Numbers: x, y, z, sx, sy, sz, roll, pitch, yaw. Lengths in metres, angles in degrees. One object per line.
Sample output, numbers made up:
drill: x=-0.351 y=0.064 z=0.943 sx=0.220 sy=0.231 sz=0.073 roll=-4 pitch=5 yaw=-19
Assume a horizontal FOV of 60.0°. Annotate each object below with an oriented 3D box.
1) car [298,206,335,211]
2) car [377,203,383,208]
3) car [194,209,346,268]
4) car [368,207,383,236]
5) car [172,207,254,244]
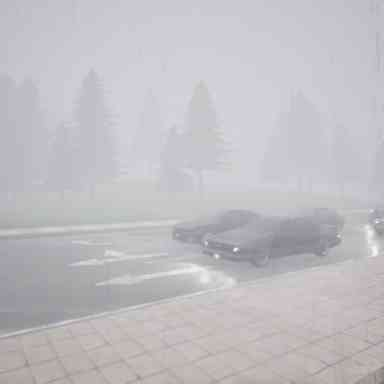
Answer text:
car: x=6.422 y=1.508 z=17.977 sx=4.674 sy=1.442 sz=1.812 roll=0 pitch=0 yaw=-34
car: x=14.491 y=1.335 z=23.510 sx=4.553 sy=1.767 sz=2.097 roll=0 pitch=0 yaw=-34
car: x=2.950 y=1.535 z=11.458 sx=5.357 sy=1.411 sz=2.033 roll=0 pitch=0 yaw=-34
car: x=11.373 y=1.588 z=17.156 sx=4.718 sy=1.301 sz=1.895 roll=0 pitch=0 yaw=-34
car: x=1.493 y=1.460 z=14.706 sx=5.008 sy=1.535 sz=1.882 roll=0 pitch=0 yaw=-34
